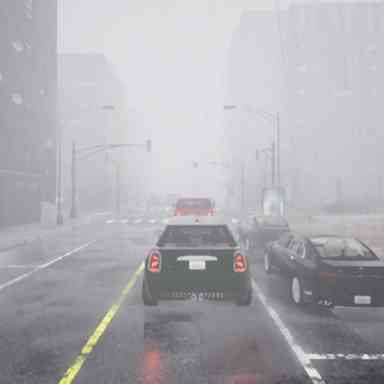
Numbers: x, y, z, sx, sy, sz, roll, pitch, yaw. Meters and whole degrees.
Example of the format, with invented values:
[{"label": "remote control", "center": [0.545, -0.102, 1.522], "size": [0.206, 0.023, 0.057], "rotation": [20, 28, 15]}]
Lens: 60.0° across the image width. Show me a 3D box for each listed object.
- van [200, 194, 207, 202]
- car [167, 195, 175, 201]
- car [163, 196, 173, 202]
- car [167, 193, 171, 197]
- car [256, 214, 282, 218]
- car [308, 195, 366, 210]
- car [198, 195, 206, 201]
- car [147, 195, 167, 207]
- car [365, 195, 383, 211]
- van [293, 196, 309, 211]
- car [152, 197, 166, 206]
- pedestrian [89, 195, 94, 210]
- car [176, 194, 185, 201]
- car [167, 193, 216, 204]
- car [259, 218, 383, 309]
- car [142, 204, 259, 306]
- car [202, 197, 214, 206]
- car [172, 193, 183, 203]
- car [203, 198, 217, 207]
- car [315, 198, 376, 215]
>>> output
[{"label": "van", "center": [2.736, 1.365, 79.316], "size": [1.690, 1.788, 3.998], "rotation": [1, 0, 0]}, {"label": "car", "center": [-5.643, 1.594, 90.500], "size": [1.947, 1.339, 4.313], "rotation": [1, 0, 0]}, {"label": "car", "center": [-5.647, 1.590, 79.358], "size": [1.947, 1.339, 4.313], "rotation": [1, 0, 0]}, {"label": "car", "center": [-3.057, 1.237, 53.137], "size": [2.150, 2.045, 5.566], "rotation": [0, 0, 0]}, {"label": "car", "center": [2.836, 1.554, 13.267], "size": [2.008, 1.369, 4.403], "rotation": [1, 0, 0]}, {"label": "car", "center": [15.508, 1.404, 35.679], "size": [4.892, 1.490, 1.837], "rotation": [-1, -1, 0]}, {"label": "car", "center": [2.738, 1.573, 90.457], "size": [1.887, 1.381, 4.507], "rotation": [1, 0, 0]}, {"label": "car", "center": [-5.655, 1.329, 51.503], "size": [2.192, 1.841, 5.009], "rotation": [1, 0, 0]}, {"label": "car", "center": [19.306, 1.224, 38.234], "size": [5.009, 1.841, 2.192], "rotation": [0, 0, 0]}, {"label": "van", "center": [13.779, 1.293, 38.275], "size": [3.998, 1.788, 1.690], "rotation": [0, 0, 0]}, {"label": "car", "center": [-5.656, 1.560, 57.074], "size": [1.887, 1.381, 4.507], "rotation": [1, 0, 0]}, {"label": "pedestrian", "center": [-12.512, 1.344, 41.431], "size": [0.375, 1.860, 0.375], "rotation": [0, 0, 0]}, {"label": "car", "center": [-2.966, 1.364, 84.403], "size": [2.097, 1.767, 4.553], "rotation": [0, 0, 0]}, {"label": "car", "center": [0.095, 1.226, 17.666], "size": [2.150, 2.045, 5.566], "rotation": [0, 0, 0]}, {"label": "car", "center": [2.834, 1.552, 7.697], "size": [2.008, 1.369, 4.403], "rotation": [1, 0, 0]}, {"label": "car", "center": [0.104, 1.354, 8.196], "size": [2.097, 1.767, 4.553], "rotation": [0, 0, 0]}, {"label": "car", "center": [2.724, 1.598, 57.031], "size": [1.802, 1.307, 4.206], "rotation": [1, 0, 0]}, {"label": "car", "center": [-2.973, 1.242, 68.795], "size": [2.150, 2.045, 5.566], "rotation": [0, 0, 0]}, {"label": "car", "center": [2.722, 1.580, 51.460], "size": [1.947, 1.339, 4.313], "rotation": [1, 0, 0]}, {"label": "car", "center": [13.715, 1.410, 29.894], "size": [4.206, 1.307, 1.802], "rotation": [0, 0, 0]}]
